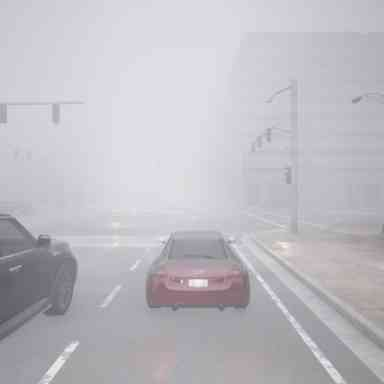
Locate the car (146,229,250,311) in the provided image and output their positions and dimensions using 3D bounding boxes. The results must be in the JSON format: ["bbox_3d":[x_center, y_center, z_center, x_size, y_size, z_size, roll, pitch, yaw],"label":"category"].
[{"bbox_3d":[0.111,1.564,7.844,1.994,1.385,4.181,0,0,0],"label":"car"}]

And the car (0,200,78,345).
[{"bbox_3d":[-3.398,1.221,4.352,2.150,2.045,5.566,0,0,1],"label":"car"}]

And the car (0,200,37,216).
[{"bbox_3d":[-17.645,1.505,31.704,4.892,1.490,1.837,0,0,0],"label":"car"}]
